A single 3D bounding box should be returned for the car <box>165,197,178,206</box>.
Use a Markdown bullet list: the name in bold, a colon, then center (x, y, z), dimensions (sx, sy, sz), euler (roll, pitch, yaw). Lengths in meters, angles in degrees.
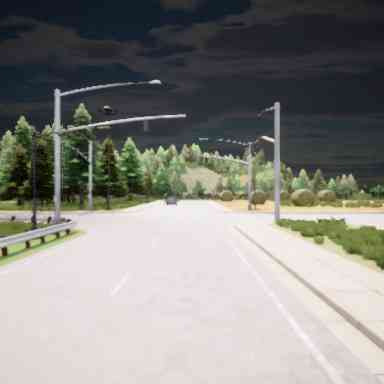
- **car**: center (-3.507, 1.671, 57.585), dimensions (1.837, 1.490, 4.892), euler (0, 2, 0)
